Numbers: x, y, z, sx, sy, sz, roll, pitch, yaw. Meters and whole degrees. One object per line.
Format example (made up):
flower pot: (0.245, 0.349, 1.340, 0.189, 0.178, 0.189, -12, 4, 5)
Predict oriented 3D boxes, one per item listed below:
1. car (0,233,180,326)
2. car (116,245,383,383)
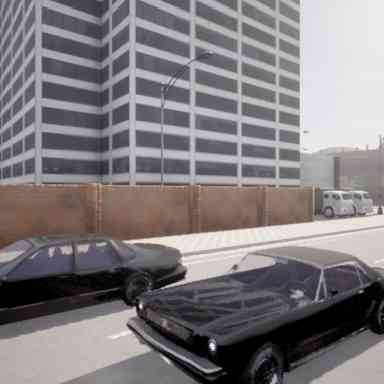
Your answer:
car: (-2.621, 1.547, 6.421, 5.357, 1.411, 2.033, 0, 0, -38)
car: (1.459, 1.601, 5.143, 4.718, 1.301, 1.895, 0, 0, -38)
